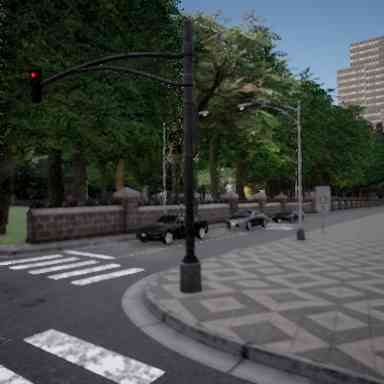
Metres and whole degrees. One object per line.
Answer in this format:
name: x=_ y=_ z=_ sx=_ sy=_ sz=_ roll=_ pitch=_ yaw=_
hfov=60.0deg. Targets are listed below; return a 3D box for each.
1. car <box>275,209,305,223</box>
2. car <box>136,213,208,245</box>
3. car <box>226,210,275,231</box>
car: x=10.050 y=2.417 z=34.328 sx=2.033 sy=1.411 sz=5.357 roll=-1 pitch=-2 yaw=36
car: x=-0.997 y=1.950 z=18.705 sx=1.882 sy=1.535 sz=5.008 roll=-1 pitch=-2 yaw=35
car: x=4.435 y=2.157 z=26.396 sx=2.128 sy=1.511 sz=4.902 roll=-1 pitch=-2 yaw=35
